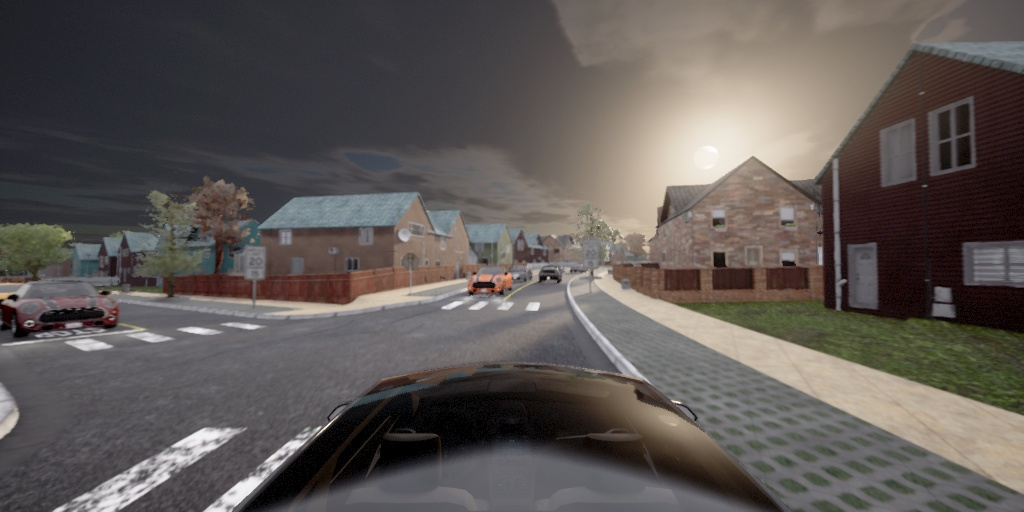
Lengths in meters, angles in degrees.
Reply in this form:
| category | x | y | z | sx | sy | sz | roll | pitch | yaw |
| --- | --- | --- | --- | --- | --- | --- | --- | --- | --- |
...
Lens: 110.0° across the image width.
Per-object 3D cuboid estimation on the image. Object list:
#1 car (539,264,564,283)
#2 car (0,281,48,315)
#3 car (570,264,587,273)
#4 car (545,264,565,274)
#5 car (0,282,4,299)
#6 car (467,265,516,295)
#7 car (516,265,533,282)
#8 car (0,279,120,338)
| category | x | y | z | sx | sy | sz | roll | pitch | yaw |
| --- | --- | --- | --- | --- | --- | --- | --- | --- | --- |
| car | 3.571 | 1.628 | 32.607 | 1.837 | 1.490 | 4.892 | 0 | -1 | 12 |
| car | -26.850 | 2.183 | 19.167 | 5.008 | 1.535 | 1.882 | -2 | -2 | 31 |
| car | 10.300 | 1.901 | 55.492 | 2.033 | 1.411 | 5.357 | 0 | -1 | 21 |
| car | 6.492 | 1.912 | 53.528 | 1.994 | 1.385 | 4.181 | 0 | -1 | 20 |
| car | -45.106 | 2.957 | 30.353 | 5.357 | 1.411 | 2.033 | -2 | -3 | 32 |
| car | -1.244 | 1.357 | 21.991 | 2.097 | 1.767 | 4.553 | 0 | -1 | 8 |
| car | 0.770 | 1.629 | 33.576 | 2.128 | 1.511 | 4.902 | 0 | -1 | 12 |
| car | -15.398 | 1.621 | 12.217 | 4.553 | 1.767 | 2.097 | -2 | -3 | 31 |
